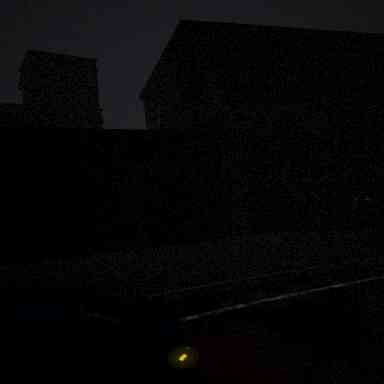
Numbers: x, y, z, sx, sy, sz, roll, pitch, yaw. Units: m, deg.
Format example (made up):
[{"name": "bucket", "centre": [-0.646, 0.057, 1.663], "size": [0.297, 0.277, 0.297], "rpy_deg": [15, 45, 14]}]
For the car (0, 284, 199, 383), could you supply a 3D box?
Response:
[{"name": "car", "centre": [-2.110, 1.531, 2.312], "size": [4.674, 1.442, 1.812], "rpy_deg": [-1, 0, -34]}]
